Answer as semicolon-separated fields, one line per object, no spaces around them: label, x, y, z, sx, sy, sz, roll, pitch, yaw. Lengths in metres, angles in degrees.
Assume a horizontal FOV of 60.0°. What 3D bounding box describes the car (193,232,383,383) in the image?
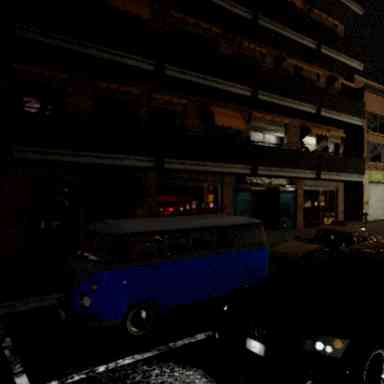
car;2.329;1.576;4.974;4.181;1.385;1.994;0;0;-36

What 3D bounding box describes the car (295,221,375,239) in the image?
car;4.056;1.549;9.552;4.829;1.417;1.752;0;1;-36

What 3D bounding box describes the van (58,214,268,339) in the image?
van;-0.303;1.371;6.366;3.998;1.788;1.690;0;1;-36
